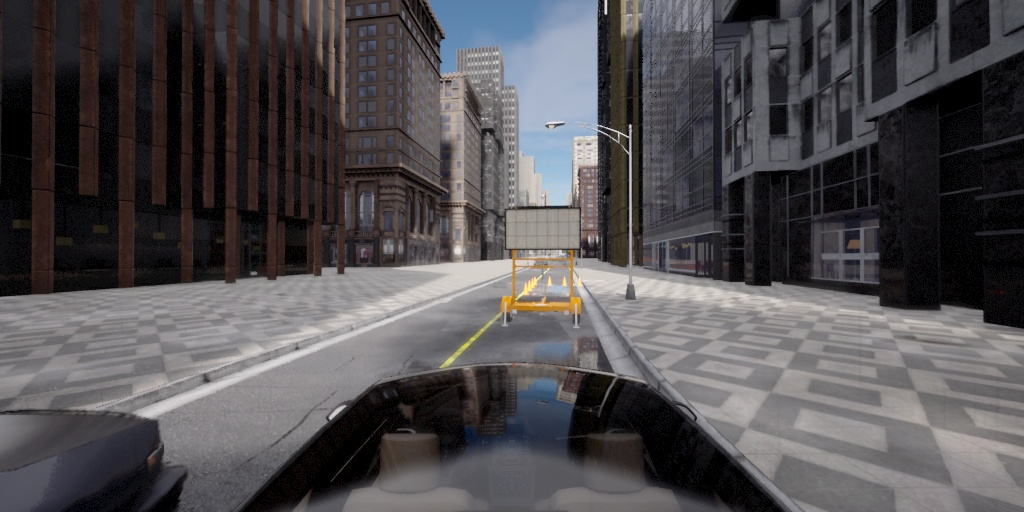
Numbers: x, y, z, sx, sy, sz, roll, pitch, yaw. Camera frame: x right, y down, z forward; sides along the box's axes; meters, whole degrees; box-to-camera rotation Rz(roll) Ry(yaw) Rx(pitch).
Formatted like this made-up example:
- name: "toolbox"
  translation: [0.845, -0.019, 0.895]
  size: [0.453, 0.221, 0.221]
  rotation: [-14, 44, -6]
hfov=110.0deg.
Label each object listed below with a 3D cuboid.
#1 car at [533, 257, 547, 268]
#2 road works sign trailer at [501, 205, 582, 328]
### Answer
- name: "car"
  translation: [4.607, 1.008, 57.868]
  size: [2.097, 1.767, 4.553]
  rotation: [0, 0, 8]
- name: "road works sign trailer"
  translation: [0.985, 0.213, 11.445]
  size: [2.380, 3.560, 2.880]
  rotation: [0, 0, 8]
